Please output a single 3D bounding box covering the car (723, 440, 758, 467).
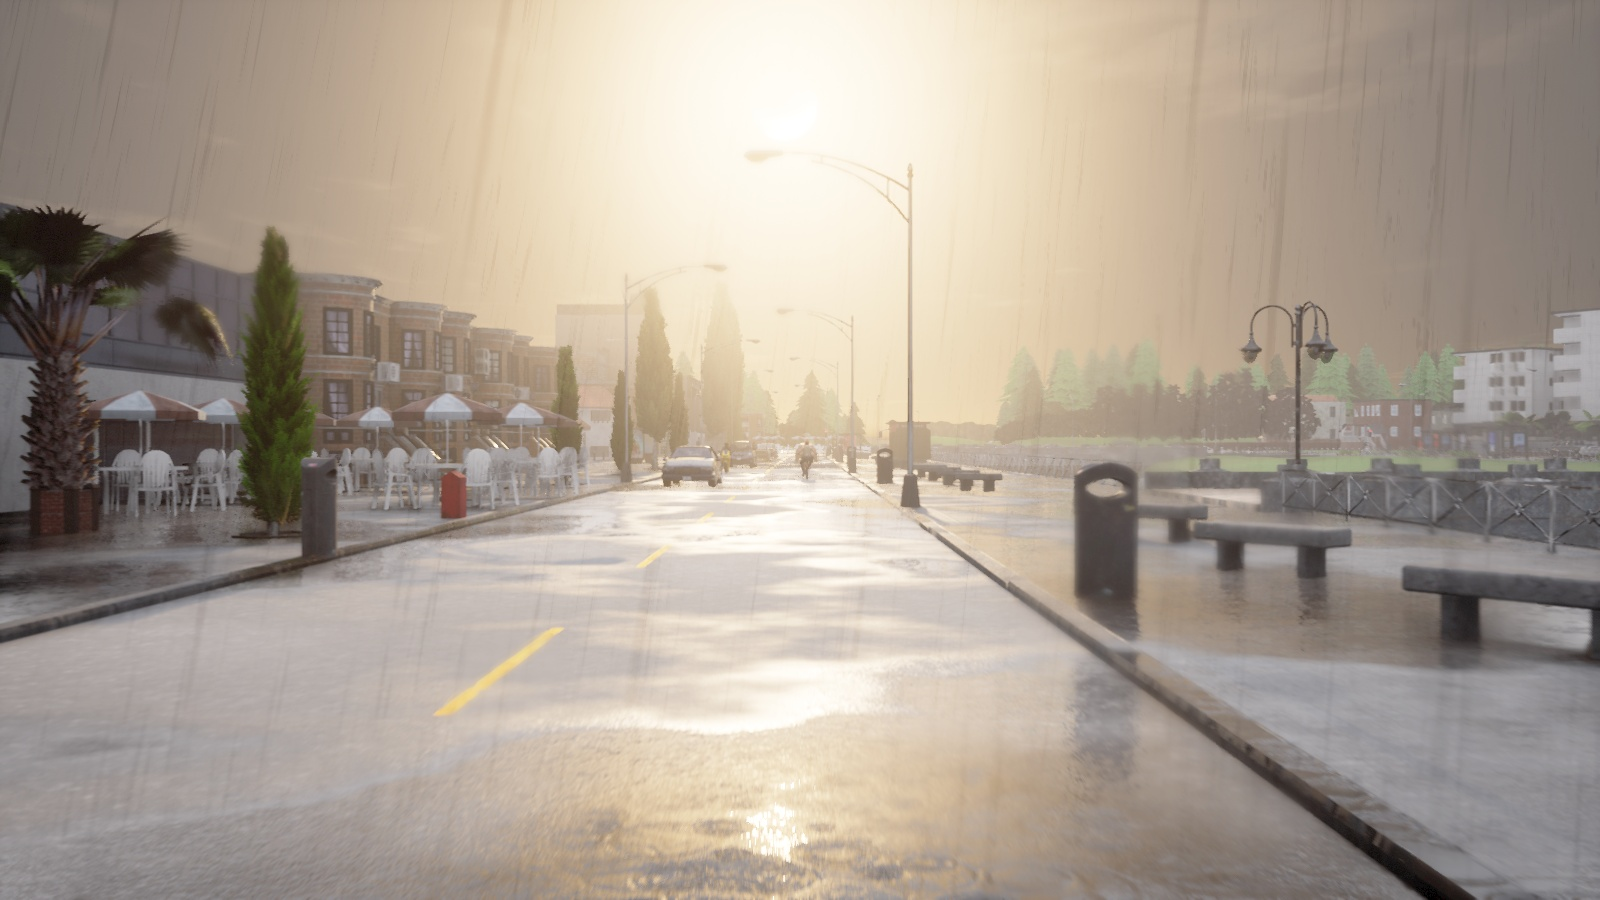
[{"bbox_3d":[-3.574,0.211,76.384,1.851,1.617,3.988,0,0,1],"label":"car"}]

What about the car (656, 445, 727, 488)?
[{"bbox_3d":[-3.765,0.540,44.437,2.033,1.411,5.357,0,0,0],"label":"car"}]

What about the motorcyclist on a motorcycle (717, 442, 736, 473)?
[{"bbox_3d":[-3.675,0.372,62.690,0.797,1.523,2.044,0,0,0],"label":"motorcyclist on a motorcycle"}]
